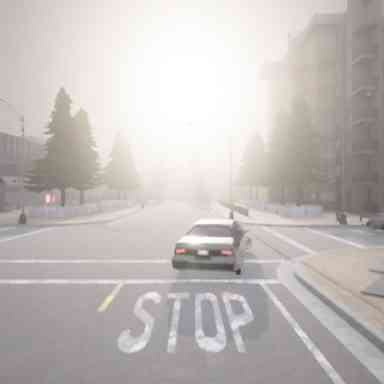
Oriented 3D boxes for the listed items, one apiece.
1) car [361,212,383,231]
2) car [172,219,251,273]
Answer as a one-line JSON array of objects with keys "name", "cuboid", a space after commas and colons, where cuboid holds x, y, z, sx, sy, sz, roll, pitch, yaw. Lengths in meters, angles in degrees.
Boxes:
[{"name": "car", "cuboid": [12.354, 1.543, 19.098, 4.902, 1.511, 2.128, 0, 0, 1]}, {"name": "car", "cuboid": [0.836, 1.585, 10.851, 2.033, 1.411, 5.357, 0, 0, 13]}]
